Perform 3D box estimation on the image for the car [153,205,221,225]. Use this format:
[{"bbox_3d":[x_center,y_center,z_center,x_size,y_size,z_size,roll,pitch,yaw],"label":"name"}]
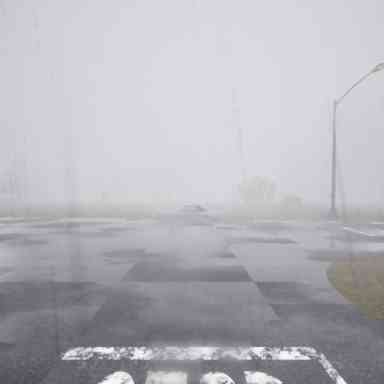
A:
[{"bbox_3d":[-0.380,1.575,23.619,4.718,1.301,1.895,1,0,0],"label":"car"}]
